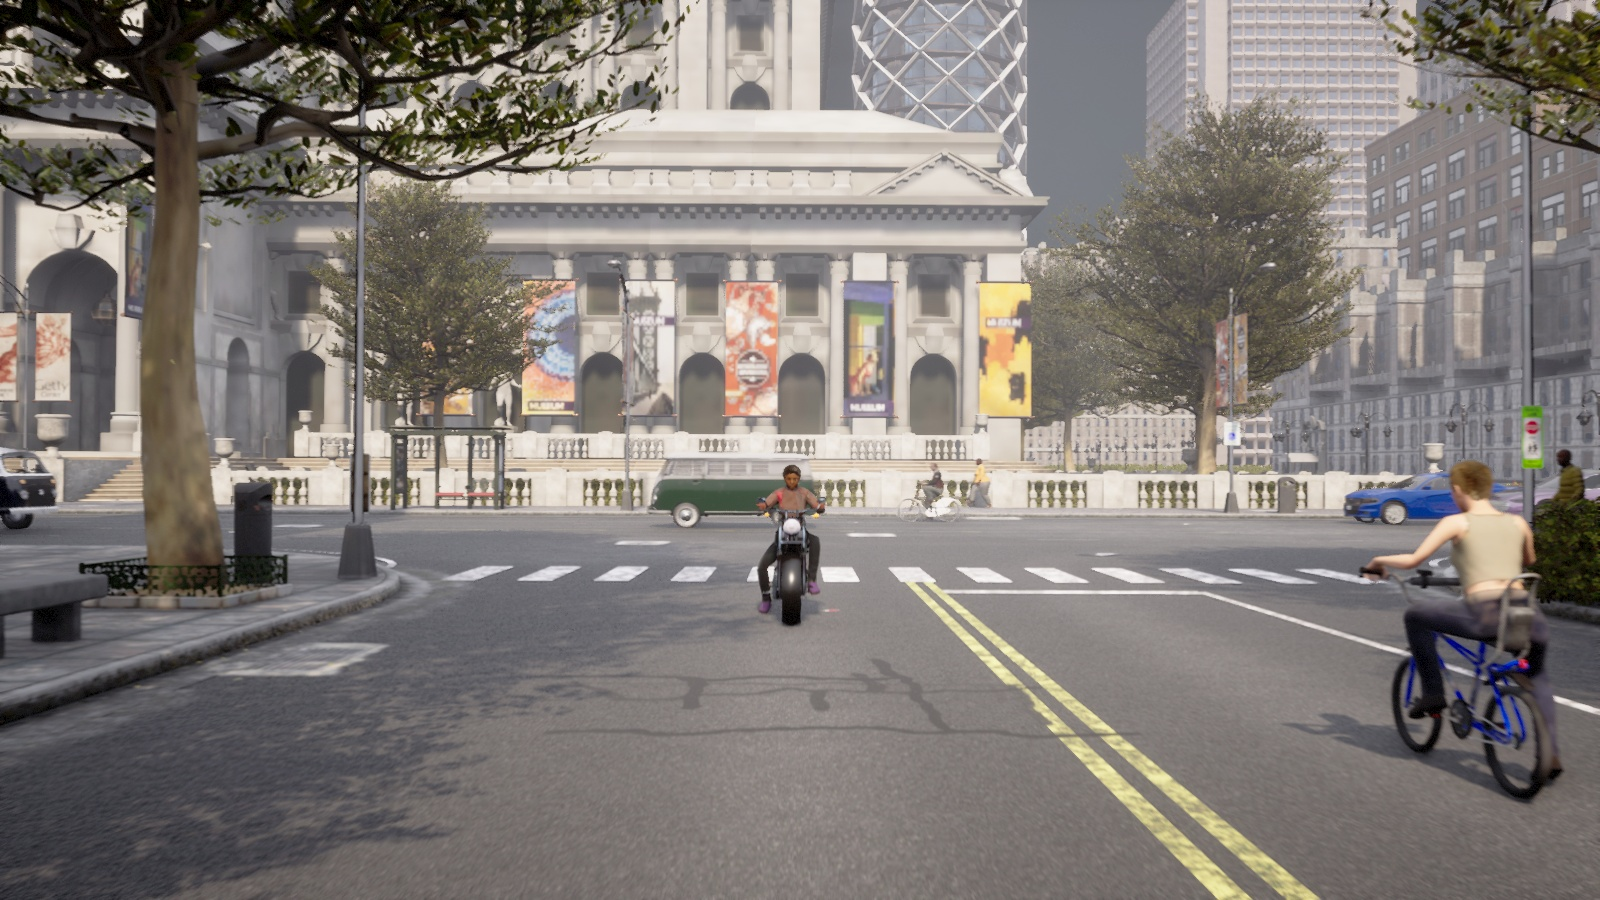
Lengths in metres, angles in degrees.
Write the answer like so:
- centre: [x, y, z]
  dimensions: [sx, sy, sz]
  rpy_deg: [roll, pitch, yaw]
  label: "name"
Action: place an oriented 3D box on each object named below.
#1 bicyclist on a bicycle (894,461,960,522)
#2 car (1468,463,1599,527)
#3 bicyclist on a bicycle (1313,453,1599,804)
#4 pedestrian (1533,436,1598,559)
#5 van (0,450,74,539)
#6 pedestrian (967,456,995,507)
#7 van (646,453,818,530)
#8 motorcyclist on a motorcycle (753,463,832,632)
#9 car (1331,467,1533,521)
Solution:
- centre: [3.726, 1.226, 36.967]
  dimensions: [1.843, 1.776, 0.659]
  rpy_deg: [0, -1, -1]
  label: "bicyclist on a bicycle"
- centre: [20.741, 1.164, 33.418]
  dimensions: [4.856, 1.649, 2.033]
  rpy_deg: [0, -1, -2]
  label: "car"
- centre: [3.425, 0.833, 6.544]
  dimensions: [0.866, 1.612, 1.509]
  rpy_deg: [0, -1, 0]
  label: "bicyclist on a bicycle"
- centre: [11.485, 0.708, 18.848]
  dimensions: [0.726, 1.835, 0.370]
  rpy_deg: [0, -1, 0]
  label: "pedestrian"
- centre: [-20.125, 1.070, 29.886]
  dimensions: [4.480, 2.038, 2.069]
  rpy_deg: [-1, -1, 0]
  label: "van"
- centre: [6.588, 1.135, 45.835]
  dimensions: [0.900, 1.855, 0.874]
  rpy_deg: [0, -1, 0]
  label: "pedestrian"
- centre: [-1.782, 1.077, 33.440]
  dimensions: [4.442, 1.987, 1.775]
  rpy_deg: [0, -1, -1]
  label: "van"
- centre: [-0.080, 0.966, 13.448]
  dimensions: [0.766, 1.649, 2.350]
  rpy_deg: [0, -1, 0]
  label: "motorcyclist on a motorcycle"
- centre: [18.509, 1.274, 36.933]
  dimensions: [5.008, 1.535, 1.882]
  rpy_deg: [0, -1, -2]
  label: "car"
